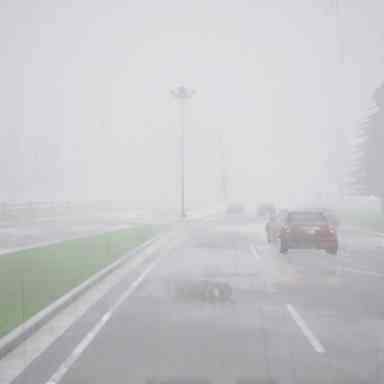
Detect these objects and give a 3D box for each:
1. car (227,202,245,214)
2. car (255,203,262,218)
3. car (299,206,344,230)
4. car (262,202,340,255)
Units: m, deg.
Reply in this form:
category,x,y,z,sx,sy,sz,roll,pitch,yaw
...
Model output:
category,x,y,z,sx,sy,sz,roll,pitch,yaw
car,5.507,1.961,41.497,1.994,1.385,4.181,0,-1,11
car,7.585,1.838,33.957,1.837,1.490,4.892,0,-1,11
car,9.253,1.795,24.224,2.033,1.411,5.357,0,-1,10
car,4.490,1.496,14.254,2.097,1.767,4.553,0,-1,4
